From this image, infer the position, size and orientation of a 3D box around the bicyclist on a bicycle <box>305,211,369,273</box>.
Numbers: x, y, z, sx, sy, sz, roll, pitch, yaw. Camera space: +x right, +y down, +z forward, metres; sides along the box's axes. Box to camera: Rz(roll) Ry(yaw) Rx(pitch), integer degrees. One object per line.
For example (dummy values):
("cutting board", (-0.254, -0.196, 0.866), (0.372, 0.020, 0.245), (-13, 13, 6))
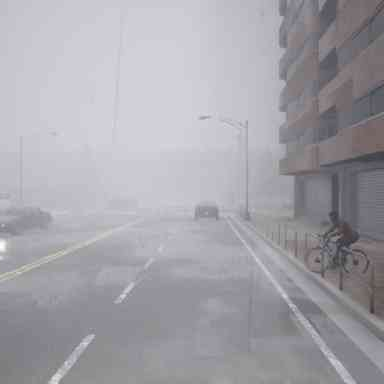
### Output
("bicyclist on a bicycle", (3.779, 1.338, 8.604), (1.656, 1.620, 0.582), (4, 0, 2))

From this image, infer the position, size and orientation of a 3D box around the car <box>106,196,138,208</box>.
("car", (-9.974, 1.343, 47.114), (4.553, 1.767, 2.097), (0, 0, 27))

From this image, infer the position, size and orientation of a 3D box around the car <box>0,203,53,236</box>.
("car", (-9.830, 1.548, 18.876), (2.033, 1.411, 5.357), (0, 0, 2))

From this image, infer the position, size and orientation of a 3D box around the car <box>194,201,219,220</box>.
("car", (1.220, 1.478, 27.783), (1.882, 1.535, 5.008), (0, 0, 2))
